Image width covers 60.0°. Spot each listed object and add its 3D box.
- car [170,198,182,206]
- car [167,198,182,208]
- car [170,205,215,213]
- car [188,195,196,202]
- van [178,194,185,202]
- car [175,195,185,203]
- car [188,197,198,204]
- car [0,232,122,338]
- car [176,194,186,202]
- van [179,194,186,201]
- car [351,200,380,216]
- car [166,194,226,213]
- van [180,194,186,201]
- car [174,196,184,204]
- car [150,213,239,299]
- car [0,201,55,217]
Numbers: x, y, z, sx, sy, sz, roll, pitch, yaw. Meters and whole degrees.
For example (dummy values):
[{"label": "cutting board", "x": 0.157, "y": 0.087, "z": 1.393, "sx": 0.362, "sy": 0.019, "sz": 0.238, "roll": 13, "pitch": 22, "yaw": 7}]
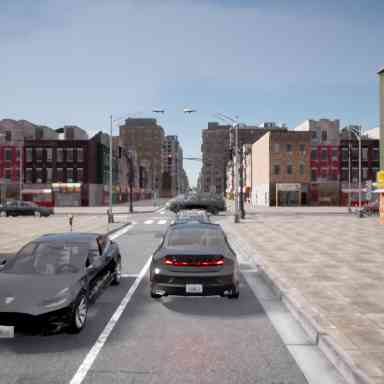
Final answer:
[{"label": "car", "x": -2.586, "y": 1.655, "z": 55.771, "sx": 1.802, "sy": 1.307, "sz": 4.206, "roll": 0, "pitch": 0, "yaw": 0}, {"label": "car", "x": -2.591, "y": 1.604, "z": 50.165, "sx": 1.887, "sy": 1.381, "sz": 4.507, "roll": 0, "pitch": 0, "yaw": 0}, {"label": "car", "x": 0.043, "y": 1.608, "z": 17.681, "sx": 1.895, "sy": 1.301, "sz": 4.718, "roll": 0, "pitch": 0, "yaw": 1}, {"label": "car", "x": 0.072, "y": 1.647, "z": 84.367, "sx": 1.882, "sy": 1.535, "sz": 5.008, "roll": 0, "pitch": 0, "yaw": 0}, {"label": "van", "x": -2.561, "y": 1.508, "z": 83.799, "sx": 1.690, "sy": 1.788, "sz": 3.998, "roll": 0, "pitch": 0, "yaw": 0}, {"label": "car", "x": -2.571, "y": 1.566, "z": 72.587, "sx": 1.967, "sy": 1.590, "sz": 4.097, "roll": 0, "pitch": 0, "yaw": 0}, {"label": "car", "x": 0.155, "y": 1.665, "z": 65.061, "sx": 1.994, "sy": 1.385, "sz": 4.181, "roll": 0, "pitch": 0, "yaw": 0}, {"label": "car", "x": -2.628, "y": 1.567, "z": 6.791, "sx": 1.947, "sy": 1.339, "sz": 4.313, "roll": 0, "pitch": 0, "yaw": 0}, {"label": "car", "x": -2.566, "y": 1.461, "z": 78.193, "sx": 2.192, "sy": 1.841, "sz": 5.009, "roll": 0, "pitch": 0, "yaw": 0}, {"label": "van", "x": -2.556, "y": 1.529, "z": 89.404, "sx": 1.690, "sy": 1.788, "sz": 3.998, "roll": 0, "pitch": 0, "yaw": 0}, {"label": "car", "x": 17.991, "y": 1.521, "z": 32.348, "sx": 4.674, "sy": 1.442, "sz": 1.812, "roll": 0, "pitch": 0, "yaw": 0}, {"label": "car", "x": 0.554, "y": 1.256, "z": 32.385, "sx": 5.566, "sy": 2.045, "sz": 2.150, "roll": 0, "pitch": 0, "yaw": 0}, {"label": "van", "x": -2.551, "y": 1.551, "z": 95.010, "sx": 1.690, "sy": 1.788, "sz": 3.998, "roll": 0, "pitch": 0, "yaw": 0}, {"label": "car", "x": -2.576, "y": 1.547, "z": 66.982, "sx": 1.967, "sy": 1.590, "sz": 4.097, "roll": 0, "pitch": 0, "yaw": 0}, {"label": "car", "x": 0.078, "y": 1.507, "z": 8.470, "sx": 1.837, "sy": 1.490, "sz": 4.892, "roll": 0, "pitch": 0, "yaw": 1}, {"label": "car", "x": -14.739, "y": 1.539, "z": 29.474, "sx": 4.892, "sy": 1.490, "sz": 1.837, "roll": 0, "pitch": 0, "yaw": 0}]
